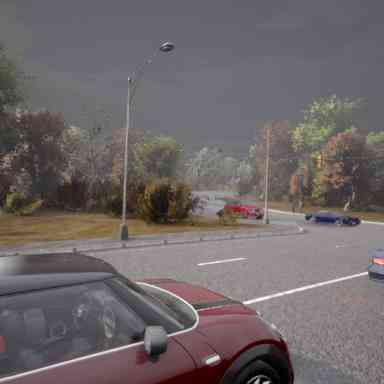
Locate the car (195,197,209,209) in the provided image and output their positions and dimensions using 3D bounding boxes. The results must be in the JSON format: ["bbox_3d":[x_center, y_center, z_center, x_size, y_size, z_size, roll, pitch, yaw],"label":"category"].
[{"bbox_3d":[0.492,1.833,50.121,1.837,1.490,4.892,2,1,-15],"label":"car"}]

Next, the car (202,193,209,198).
[{"bbox_3d":[1.680,1.471,60.162,2.097,1.767,4.553,2,2,-11],"label":"car"}]

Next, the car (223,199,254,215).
[{"bbox_3d":[6.070,2.003,44.188,2.097,1.767,4.553,3,0,-19],"label":"car"}]

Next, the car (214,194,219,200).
[{"bbox_3d":[6.370,1.172,79.475,1.994,1.385,4.181,2,2,-1],"label":"car"}]

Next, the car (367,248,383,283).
[{"bbox_3d":[6.573,1.664,8.462,5.357,1.411,2.033,2,-1,-36],"label":"car"}]

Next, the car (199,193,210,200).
[{"bbox_3d":[2.916,1.051,78.393,2.128,1.511,4.902,2,2,-1],"label":"car"}]

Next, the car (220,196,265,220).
[{"bbox_3d":[5.546,1.810,35.743,2.150,2.045,5.566,3,0,-22],"label":"car"}]

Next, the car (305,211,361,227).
[{"bbox_3d":[12.371,2.341,29.388,1.895,1.301,4.718,3,-2,-26],"label":"car"}]

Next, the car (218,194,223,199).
[{"bbox_3d":[7.452,1.565,69.270,1.837,1.490,4.892,2,3,-8],"label":"car"}]

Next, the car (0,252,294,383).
[{"bbox_3d":[-1.180,1.354,2.905,4.553,1.767,2.097,0,0,-36],"label":"car"}]
